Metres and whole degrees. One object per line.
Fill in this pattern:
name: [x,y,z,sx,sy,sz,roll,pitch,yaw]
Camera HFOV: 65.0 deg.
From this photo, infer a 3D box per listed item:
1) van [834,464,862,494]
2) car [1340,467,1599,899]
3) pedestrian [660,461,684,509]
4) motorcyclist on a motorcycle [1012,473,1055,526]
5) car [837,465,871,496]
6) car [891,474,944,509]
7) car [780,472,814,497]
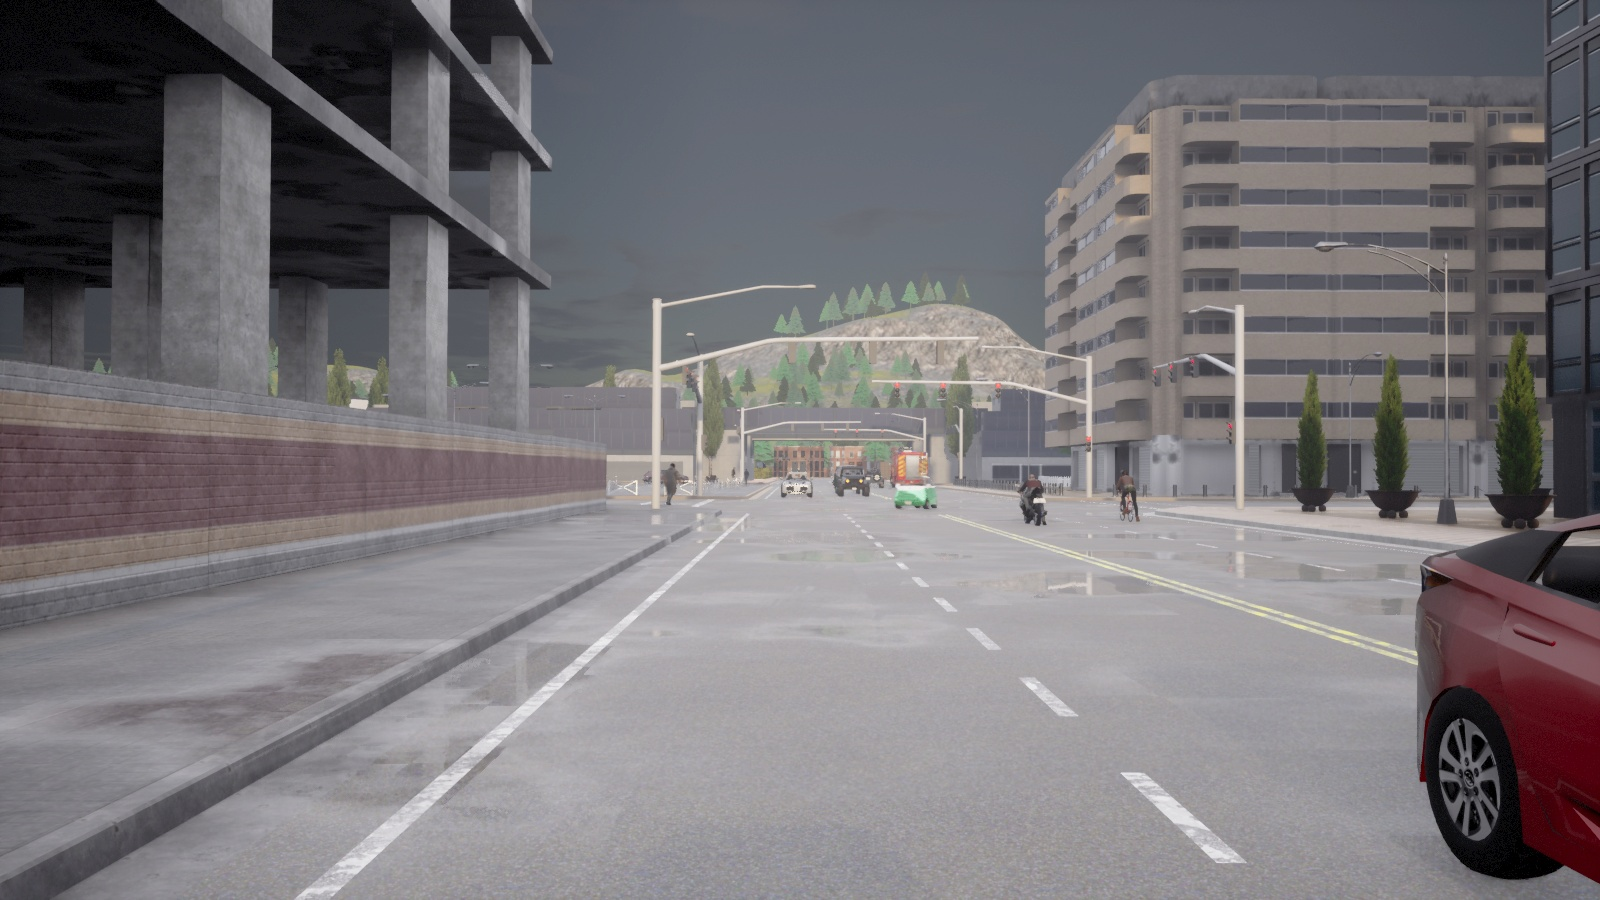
van: [3.299,2.005,86.597,1.775,1.987,4.442,0,-1,0]
car: [3.492,0.806,3.505,2.007,1.525,4.514,0,-1,0]
pedestrian: [-5.331,1.449,52.241,0.659,1.952,0.873,-1,-1,24]
motorcyclist on a motorcycle: [6.914,1.446,37.268,0.866,1.530,2.191,0,-1,0]
car: [3.317,1.907,78.188,1.905,1.878,3.866,0,-1,0]
car: [4.819,1.682,51.337,1.481,1.376,2.207,-1,-2,26]
car: [-0.174,2.047,75.606,1.970,1.475,3.806,0,-1,0]
